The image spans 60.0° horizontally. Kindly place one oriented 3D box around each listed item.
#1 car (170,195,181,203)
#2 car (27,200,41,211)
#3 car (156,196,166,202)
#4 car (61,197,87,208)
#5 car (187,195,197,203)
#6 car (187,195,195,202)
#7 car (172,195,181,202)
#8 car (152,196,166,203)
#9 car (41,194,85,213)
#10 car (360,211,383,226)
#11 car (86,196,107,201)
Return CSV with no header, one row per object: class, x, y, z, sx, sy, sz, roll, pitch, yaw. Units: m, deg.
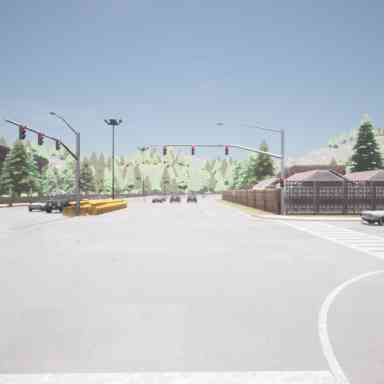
car,-3.532,1.340,69.949,2.097,1.767,4.553,0,0,0
car,-17.668,1.599,39.644,1.895,1.301,4.718,0,0,0
car,-7.134,1.583,77.925,1.895,1.301,4.718,0,0,0
car,-17.683,1.544,50.302,2.033,1.411,5.357,0,0,0
car,-0.020,1.339,69.681,2.097,1.767,4.553,0,0,0
car,-0.137,1.485,79.801,1.837,1.490,4.892,0,0,0
car,-3.637,1.464,79.896,1.882,1.535,5.008,0,0,0
car,-7.018,1.590,67.932,1.895,1.301,4.718,0,0,0
car,-14.154,1.219,36.809,2.150,2.045,5.566,0,0,0
car,14.078,1.592,22.506,4.718,1.301,1.895,0,0,2
car,-14.178,1.521,48.206,1.812,1.442,4.674,0,0,1
